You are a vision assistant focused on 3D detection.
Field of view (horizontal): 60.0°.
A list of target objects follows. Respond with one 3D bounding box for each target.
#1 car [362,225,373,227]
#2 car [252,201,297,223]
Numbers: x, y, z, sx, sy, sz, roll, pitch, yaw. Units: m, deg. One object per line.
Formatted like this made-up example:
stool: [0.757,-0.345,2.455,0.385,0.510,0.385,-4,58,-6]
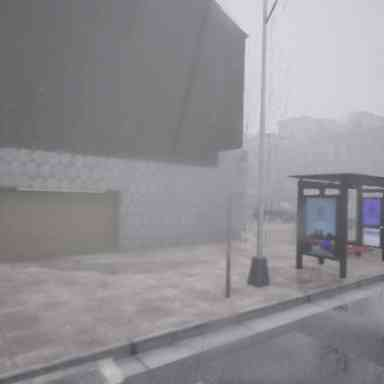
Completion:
car: [10.493,1.877,23.641,1.947,1.339,4.313,1,-2,-36]
car: [7.273,1.658,28.127,2.192,1.841,5.009,2,-1,-36]
